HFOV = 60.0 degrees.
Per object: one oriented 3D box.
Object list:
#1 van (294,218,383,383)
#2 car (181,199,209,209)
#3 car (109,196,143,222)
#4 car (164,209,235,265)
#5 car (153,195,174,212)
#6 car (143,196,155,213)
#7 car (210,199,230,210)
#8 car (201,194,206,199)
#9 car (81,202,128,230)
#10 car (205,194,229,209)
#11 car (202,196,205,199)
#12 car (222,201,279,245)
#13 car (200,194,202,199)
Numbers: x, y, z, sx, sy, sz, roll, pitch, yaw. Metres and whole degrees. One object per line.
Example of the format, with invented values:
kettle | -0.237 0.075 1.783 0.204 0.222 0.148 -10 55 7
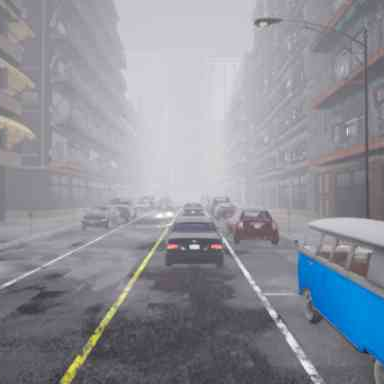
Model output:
van | 2.708 1.342 4.558 1.690 1.788 3.998 1 0 0
car | 0.085 1.550 27.467 2.033 1.411 5.357 0 0 0
car | -5.670 1.318 26.669 2.192 1.841 5.009 1 0 0
car | 0.080 1.549 11.587 2.033 1.411 5.357 0 0 0
car | -3.093 1.492 39.066 2.128 1.511 4.902 0 0 0
car | -5.674 1.527 37.580 1.752 1.417 4.829 1 0 0
car | 2.706 1.547 26.722 1.887 1.381 4.507 1 0 0
car | 3.004 1.454 57.913 1.801 1.575 5.366 0 0 0
car | -5.675 1.554 21.129 2.008 1.369 4.403 1 0 0
car | 2.711 1.317 32.261 2.192 1.841 5.009 1 0 0
car | 2.707 1.551 43.342 2.008 1.369 4.403 1 0 0
car | 2.707 1.443 15.640 1.967 1.590 4.097 1 0 0
car | 2.713 1.310 71.045 2.192 1.841 5.009 1 0 0
